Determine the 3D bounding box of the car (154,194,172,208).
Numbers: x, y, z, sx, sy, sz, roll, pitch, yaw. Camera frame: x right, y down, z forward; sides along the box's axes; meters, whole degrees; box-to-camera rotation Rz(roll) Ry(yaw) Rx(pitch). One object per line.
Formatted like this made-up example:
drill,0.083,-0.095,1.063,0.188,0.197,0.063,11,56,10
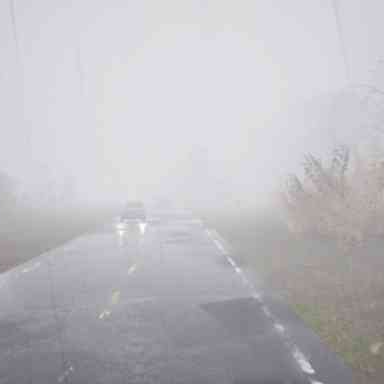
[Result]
car,-3.908,1.340,46.168,1.837,1.490,4.892,0,0,-9

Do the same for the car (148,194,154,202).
car,-7.348,1.126,63.407,2.097,1.767,4.553,0,0,-13

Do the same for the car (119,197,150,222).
car,-4.421,1.420,25.491,1.837,1.490,4.892,0,0,-6
